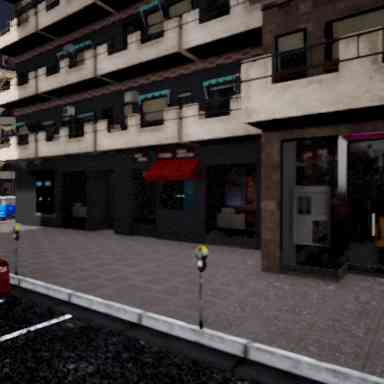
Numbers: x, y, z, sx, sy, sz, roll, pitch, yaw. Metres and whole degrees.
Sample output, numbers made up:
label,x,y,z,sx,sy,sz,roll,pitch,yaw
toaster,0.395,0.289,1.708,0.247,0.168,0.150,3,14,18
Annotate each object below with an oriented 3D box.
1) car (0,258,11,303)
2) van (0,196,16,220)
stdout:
label,x,y,z,sx,sy,sz,roll,pitch,yaw
car,-5.446,1.553,6.750,4.507,1.381,1.887,0,0,35
van,-12.949,1.183,25.664,1.690,1.788,3.998,1,1,35
